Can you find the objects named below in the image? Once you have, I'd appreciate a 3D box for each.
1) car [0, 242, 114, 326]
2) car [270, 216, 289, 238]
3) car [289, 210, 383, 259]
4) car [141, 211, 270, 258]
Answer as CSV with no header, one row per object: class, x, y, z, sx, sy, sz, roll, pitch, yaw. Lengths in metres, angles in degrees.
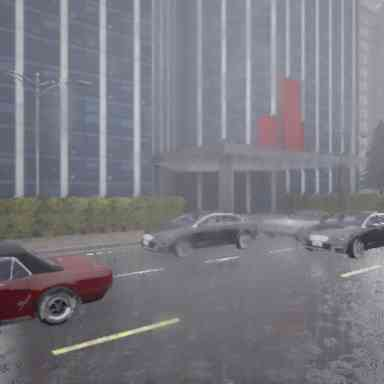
car,-3.860,1.602,5.523,4.718,1.301,1.895,0,0,-35
car,5.672,1.594,16.515,4.718,1.301,1.895,0,0,-36
car,6.244,1.486,12.655,4.902,1.511,2.128,0,0,-35
car,0.427,1.489,12.843,4.902,1.511,2.128,0,0,-35
